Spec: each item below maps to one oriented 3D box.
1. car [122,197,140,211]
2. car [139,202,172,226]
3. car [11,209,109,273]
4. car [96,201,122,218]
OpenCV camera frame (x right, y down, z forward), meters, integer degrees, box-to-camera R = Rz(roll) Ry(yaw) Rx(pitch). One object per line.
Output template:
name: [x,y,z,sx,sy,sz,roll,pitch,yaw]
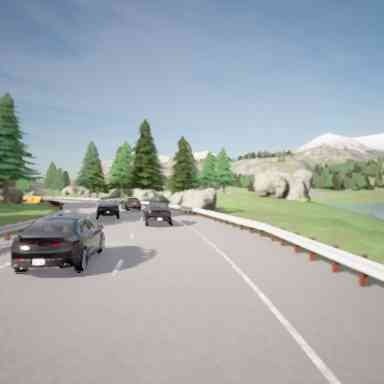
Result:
car: [-7.638,1.447,41.661,2.033,1.649,4.856,0,0,-20]
car: [-2.546,1.508,23.807,1.837,1.490,4.892,0,0,-11]
car: [-4.096,1.516,10.797,1.837,1.490,4.892,0,0,-5]
car: [-7.537,1.497,29.782,1.882,1.535,5.008,0,0,-15]
